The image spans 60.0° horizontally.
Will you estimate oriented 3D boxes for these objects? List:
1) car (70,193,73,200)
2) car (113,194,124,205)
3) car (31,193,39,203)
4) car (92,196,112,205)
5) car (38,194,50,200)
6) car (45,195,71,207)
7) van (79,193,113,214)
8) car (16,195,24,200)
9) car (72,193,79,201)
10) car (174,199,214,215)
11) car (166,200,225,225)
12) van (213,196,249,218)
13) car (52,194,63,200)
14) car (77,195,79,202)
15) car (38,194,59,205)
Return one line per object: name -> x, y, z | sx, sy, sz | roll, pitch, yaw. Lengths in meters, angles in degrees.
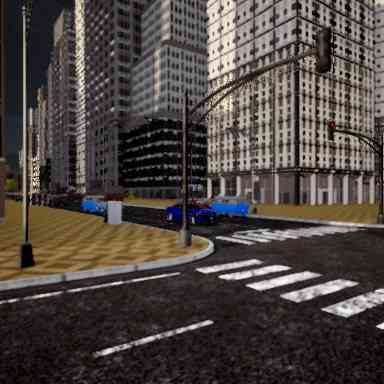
car -> -24.890, 1.059, 70.959 | 2.192, 1.841, 5.009 | 0, 0, -34
car -> -12.396, 1.162, 52.659 | 2.192, 1.841, 5.009 | 0, 0, -34
car -> -28.688, 1.372, 61.659 | 1.802, 1.307, 4.206 | 0, 0, -34
car -> -15.520, 1.366, 57.235 | 1.887, 1.381, 4.507 | 0, 0, -34
car -> -38.046, 1.177, 85.449 | 2.128, 1.511, 4.902 | 0, 0, -34
car -> -19.317, 1.433, 47.934 | 1.947, 1.339, 4.313 | 0, 0, -34
van -> -9.946, 1.285, 34.210 | 1.690, 1.788, 3.998 | 0, 0, -34
car -> -41.182, 1.268, 79.957 | 1.802, 1.307, 4.206 | 0, 0, -34
car -> -21.767, 1.336, 66.385 | 1.947, 1.339, 4.313 | 0, 0, -34
car -> 0.115, 1.493, 34.377 | 1.887, 1.381, 4.507 | 0, 0, -34
car -> -0.084, 1.477, 24.351 | 1.882, 1.535, 5.008 | 0, 0, -34
van -> 3.313, 1.314, 29.854 | 1.690, 1.788, 3.998 | 0, 0, -34
car -> -34.357, 1.190, 84.823 | 1.752, 1.417, 4.829 | 0, 0, -34
car -> -12.715, 1.389, 42.878 | 2.128, 1.511, 4.902 | 0, 0, -34
car -> -22.441, 1.393, 52.508 | 2.008, 1.369, 4.403 | 0, 0, -34
